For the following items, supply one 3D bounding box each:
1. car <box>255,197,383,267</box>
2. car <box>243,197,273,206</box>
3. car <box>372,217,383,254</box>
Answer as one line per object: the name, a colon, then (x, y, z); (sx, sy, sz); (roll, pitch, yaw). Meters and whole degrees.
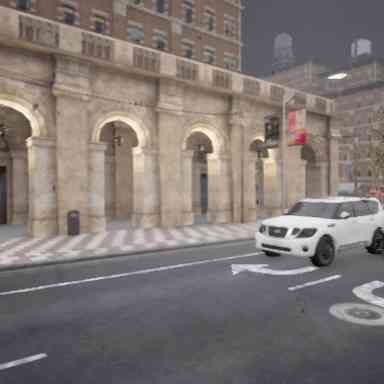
car: (4.741, 1.192, 11.682); (5.566, 2.045, 2.150); (0, 0, -36)
car: (10.393, 1.478, 52.689); (1.895, 1.301, 4.718); (0, 0, -36)
car: (7.106, 1.474, 8.986); (4.892, 1.490, 1.837); (0, 0, -35)
